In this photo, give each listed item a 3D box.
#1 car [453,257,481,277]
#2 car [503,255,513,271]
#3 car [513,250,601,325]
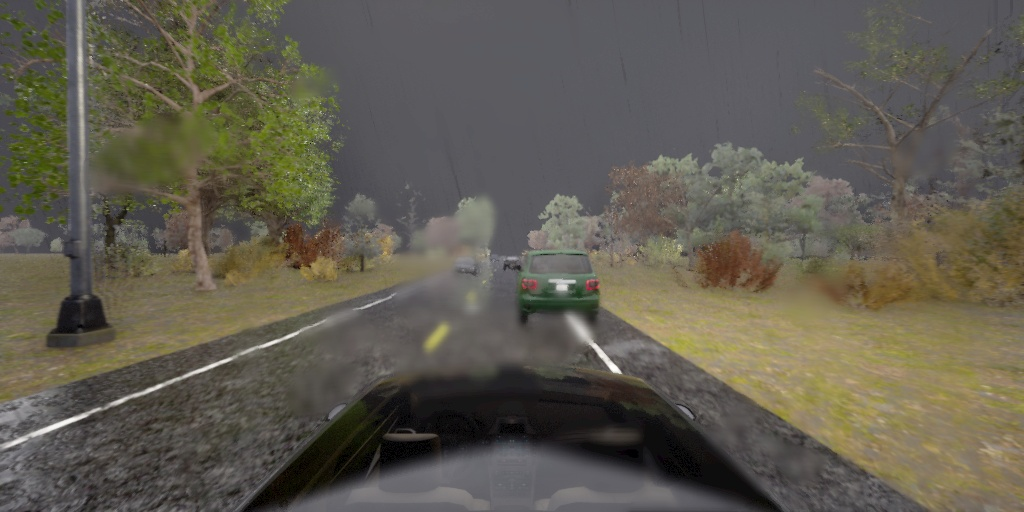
[{"bbox_3d":[-3.581,0.846,29.201,1.837,1.490,4.892,0,1,0],"label":"car"},{"bbox_3d":[0.085,0.702,38.138,1.882,1.535,5.008,0,1,0],"label":"car"},{"bbox_3d":[1.228,0.826,11.351,2.150,2.045,5.566,0,1,0],"label":"car"}]
